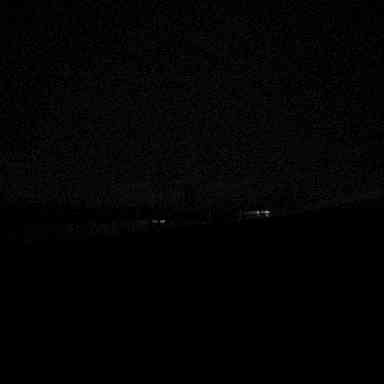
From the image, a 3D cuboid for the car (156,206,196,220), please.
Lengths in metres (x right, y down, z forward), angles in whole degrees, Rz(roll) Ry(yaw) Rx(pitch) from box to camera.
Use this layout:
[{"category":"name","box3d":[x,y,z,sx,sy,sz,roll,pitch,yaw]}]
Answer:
[{"category":"car","box3d":[-1.436,2.180,35.231,2.033,1.411,5.357,-1,-2,36]}]

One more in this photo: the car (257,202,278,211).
[{"category":"car","box3d":[12.318,2.319,54.128,1.895,1.301,4.718,-1,-1,36]}]

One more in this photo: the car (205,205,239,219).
[{"category":"car","box3d":[3.291,2.110,35.457,1.837,1.490,4.892,-1,-2,36]}]

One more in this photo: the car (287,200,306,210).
[{"category":"car","box3d":[17.222,2.110,54.794,2.128,1.511,4.902,-1,0,36]}]
